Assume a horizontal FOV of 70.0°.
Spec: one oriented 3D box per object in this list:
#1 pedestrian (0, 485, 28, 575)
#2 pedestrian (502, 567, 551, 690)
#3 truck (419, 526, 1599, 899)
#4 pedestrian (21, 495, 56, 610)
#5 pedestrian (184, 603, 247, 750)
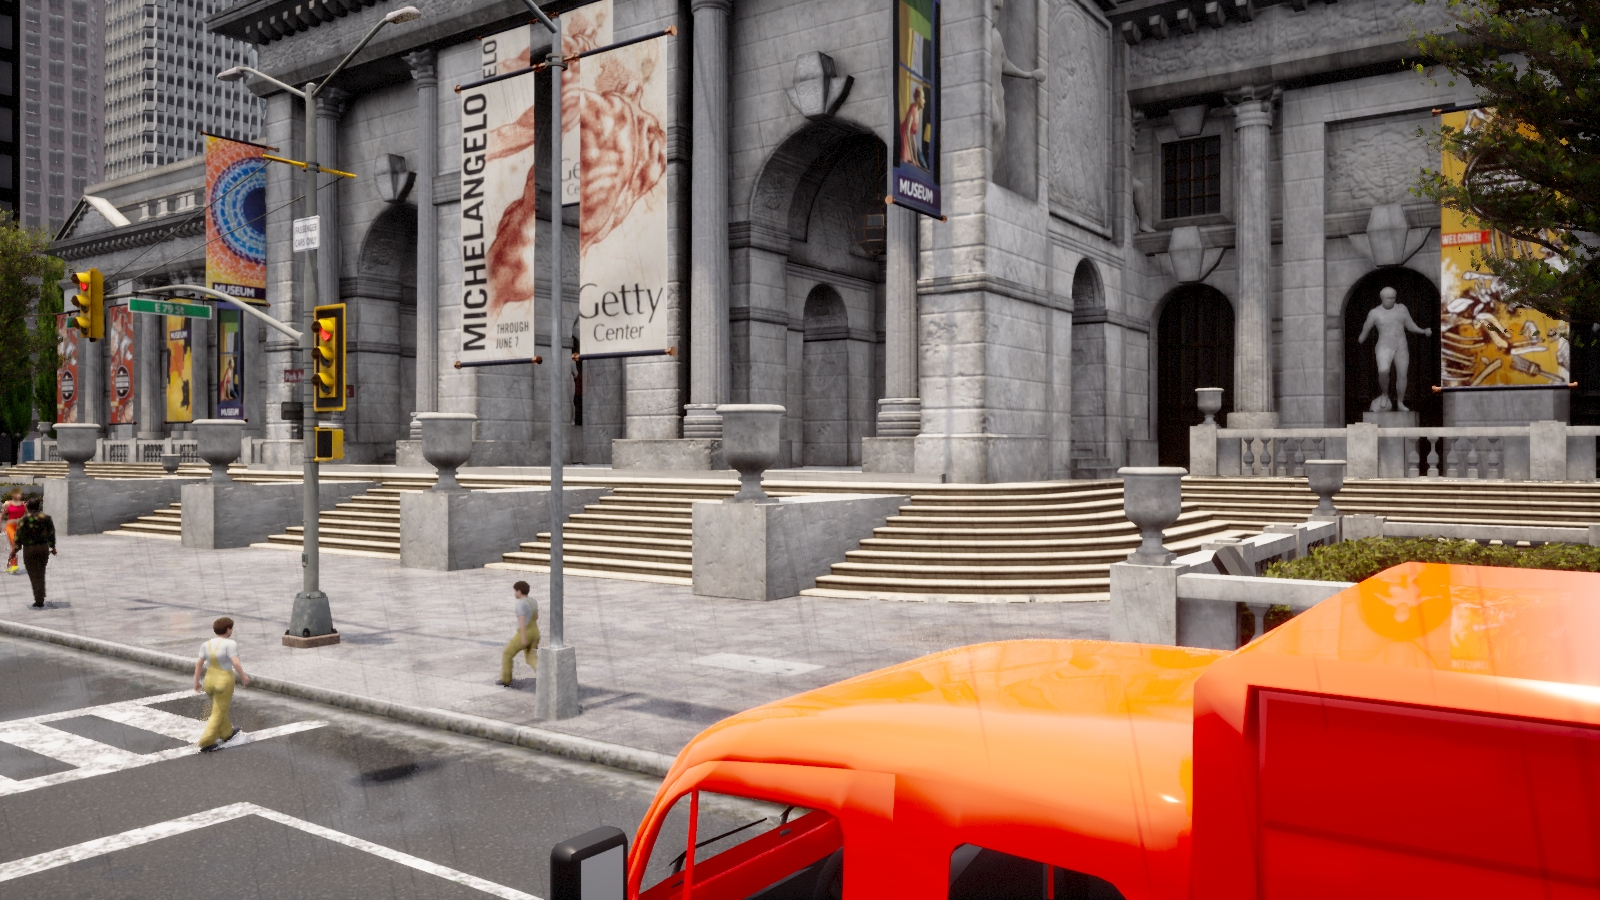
[{"bbox_3d":[-16.607,1.685,24.129,0.375,1.860,0.375,0,0,35],"label":"pedestrian"},{"bbox_3d":[-3.042,1.972,12.705,0.375,1.300,0.375,0,0,24],"label":"pedestrian"},{"bbox_3d":[1.935,1.568,2.414,5.204,2.467,2.627,0,0,35],"label":"truck"},{"bbox_3d":[-12.628,1.688,18.939,0.375,1.860,0.375,0,0,37],"label":"pedestrian"},{"bbox_3d":[-5.517,2.124,10.790,0.375,1.300,0.375,0,0,15],"label":"pedestrian"}]
